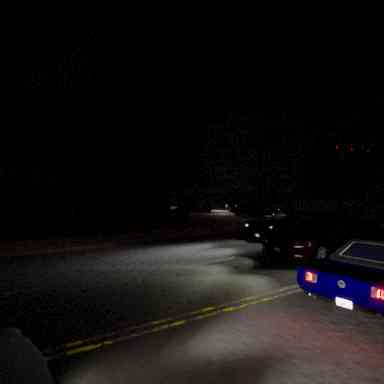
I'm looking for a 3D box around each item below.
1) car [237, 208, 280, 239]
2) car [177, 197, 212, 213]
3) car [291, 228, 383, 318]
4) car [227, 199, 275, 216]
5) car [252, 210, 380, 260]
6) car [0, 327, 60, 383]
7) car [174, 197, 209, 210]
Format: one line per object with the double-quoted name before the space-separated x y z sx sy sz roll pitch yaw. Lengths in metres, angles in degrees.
"car" 4.679 1.600 15.918 4.718 1.301 1.895 0 0 -36
"car" 0.240 1.477 37.944 1.882 1.535 5.008 0 0 -36
"car" 4.403 1.601 6.911 4.718 1.301 1.895 0 0 -35
"car" 5.727 1.600 30.308 1.895 1.301 4.718 0 0 -36
"car" 4.618 1.477 11.580 5.008 1.535 1.882 0 0 -36
"car" -3.079 1.601 1.556 4.718 1.301 1.895 0 0 -35
"car" -0.138 1.491 44.490 2.128 1.511 4.902 0 0 -36
